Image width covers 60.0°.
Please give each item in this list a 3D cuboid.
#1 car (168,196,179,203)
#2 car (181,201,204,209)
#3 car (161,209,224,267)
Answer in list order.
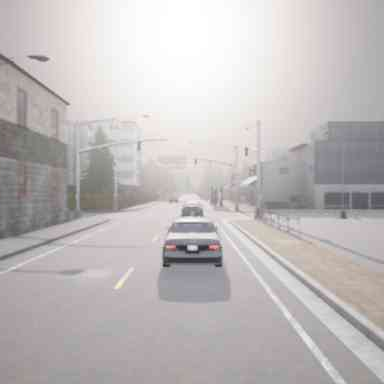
[{"bbox_3d":[-3.523,1.523,64.640,1.895,1.301,4.718,0,0,0],"label":"car"},{"bbox_3d":[0.049,1.517,29.223,1.812,1.442,4.674,0,-1,1],"label":"car"},{"bbox_3d":[0.022,1.534,11.386,2.033,1.411,5.357,0,0,0],"label":"car"}]
